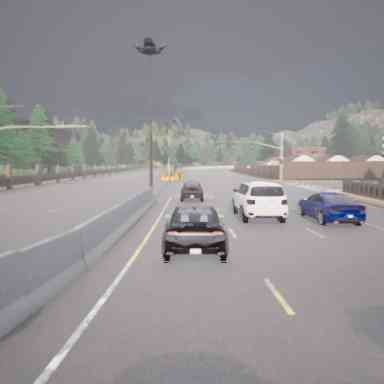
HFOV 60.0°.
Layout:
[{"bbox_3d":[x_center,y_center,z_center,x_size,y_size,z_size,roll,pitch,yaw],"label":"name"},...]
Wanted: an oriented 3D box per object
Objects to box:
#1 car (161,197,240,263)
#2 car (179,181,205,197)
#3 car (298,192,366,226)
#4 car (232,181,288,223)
[{"bbox_3d":[0.080,1.176,10.847,2.128,1.511,4.902,0,3,0],"label":"car"},{"bbox_3d":[-0.002,-0.121,27.540,1.837,1.490,4.892,0,5,0],"label":"car"},{"bbox_3d":[7.051,0.740,17.285,1.882,1.535,5.008,0,5,0],"label":"car"},{"bbox_3d":[3.550,0.416,18.113,2.150,2.045,5.566,0,5,0],"label":"car"}]
